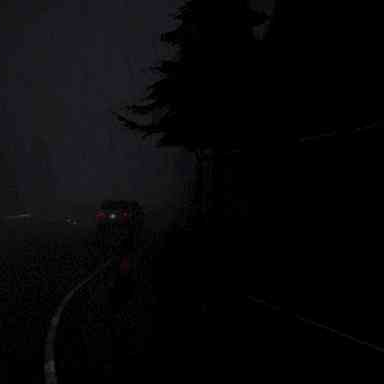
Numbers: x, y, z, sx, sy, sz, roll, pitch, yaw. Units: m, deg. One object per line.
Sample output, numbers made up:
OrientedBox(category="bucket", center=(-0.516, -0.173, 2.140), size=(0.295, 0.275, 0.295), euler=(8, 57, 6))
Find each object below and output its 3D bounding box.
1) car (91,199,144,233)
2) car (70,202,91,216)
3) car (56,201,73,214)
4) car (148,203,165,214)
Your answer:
OrientedBox(category="car", center=(-4.558, 1.498, 21.866), size=(2.150, 2.045, 5.566), euler=(0, -1, 0))
OrientedBox(category="car", center=(-11.808, 2.044, 37.770), size=(1.895, 1.301, 4.718), euler=(0, -1, 0))
OrientedBox(category="car", center=(-15.320, 1.948, 41.714), size=(1.882, 1.535, 5.008), euler=(0, -1, 0))
OrientedBox(category="car", center=(-4.634, 2.109, 43.666), size=(1.812, 1.442, 4.674), euler=(0, -1, 0))
